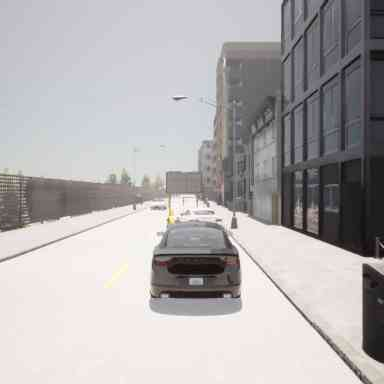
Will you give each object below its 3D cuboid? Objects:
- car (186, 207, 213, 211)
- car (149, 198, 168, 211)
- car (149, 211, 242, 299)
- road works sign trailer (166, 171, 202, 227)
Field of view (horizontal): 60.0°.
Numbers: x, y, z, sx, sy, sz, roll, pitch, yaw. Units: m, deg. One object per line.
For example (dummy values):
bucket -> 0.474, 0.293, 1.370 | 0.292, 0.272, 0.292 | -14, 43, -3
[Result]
car -> 0.396, 1.540, 17.881 | 1.812, 1.442, 4.674 | 0, -1, -9
car -> -4.123, 1.525, 41.336 | 1.812, 1.442, 4.674 | 0, 0, 0
car -> 0.074, 1.478, 8.530 | 1.882, 1.535, 5.008 | 0, 0, 0
road works sign trailer -> -0.569, 0.464, 21.365 | 2.380, 3.560, 2.880 | 0, 0, -17
